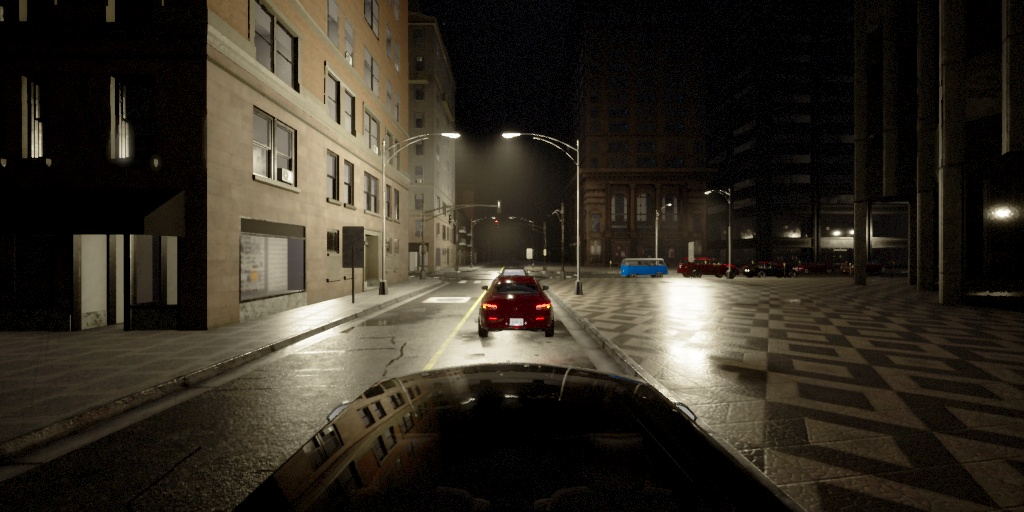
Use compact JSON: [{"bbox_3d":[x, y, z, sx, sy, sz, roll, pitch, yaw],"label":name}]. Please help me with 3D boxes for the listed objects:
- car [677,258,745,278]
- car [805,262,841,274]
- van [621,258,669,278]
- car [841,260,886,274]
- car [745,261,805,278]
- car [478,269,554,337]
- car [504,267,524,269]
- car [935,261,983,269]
[{"bbox_3d":[17.390,1.078,31.998,5.009,1.841,2.192,0,0,-1],"label":"car"},{"bbox_3d":[34.209,1.331,40.769,4.207,1.307,1.802,0,0,-1],"label":"car"},{"bbox_3d":[11.749,1.105,31.916,3.998,1.789,1.690,0,0,-1],"label":"van"},{"bbox_3d":[39.848,1.185,40.851,4.097,1.591,1.967,0,0,-1],"label":"car"},{"bbox_3d":[23.030,1.326,32.080,4.313,1.339,1.948,0,0,-1],"label":"car"},{"bbox_3d":[0.097,1.271,10.105,1.812,1.442,4.674,0,0,0],"label":"car"},{"bbox_3d":[0.114,1.303,19.977,1.994,1.385,4.181,0,0,0],"label":"car"},{"bbox_3d":[39.947,1.190,32.326,4.097,1.591,1.967,0,0,-1],"label":"car"}]
